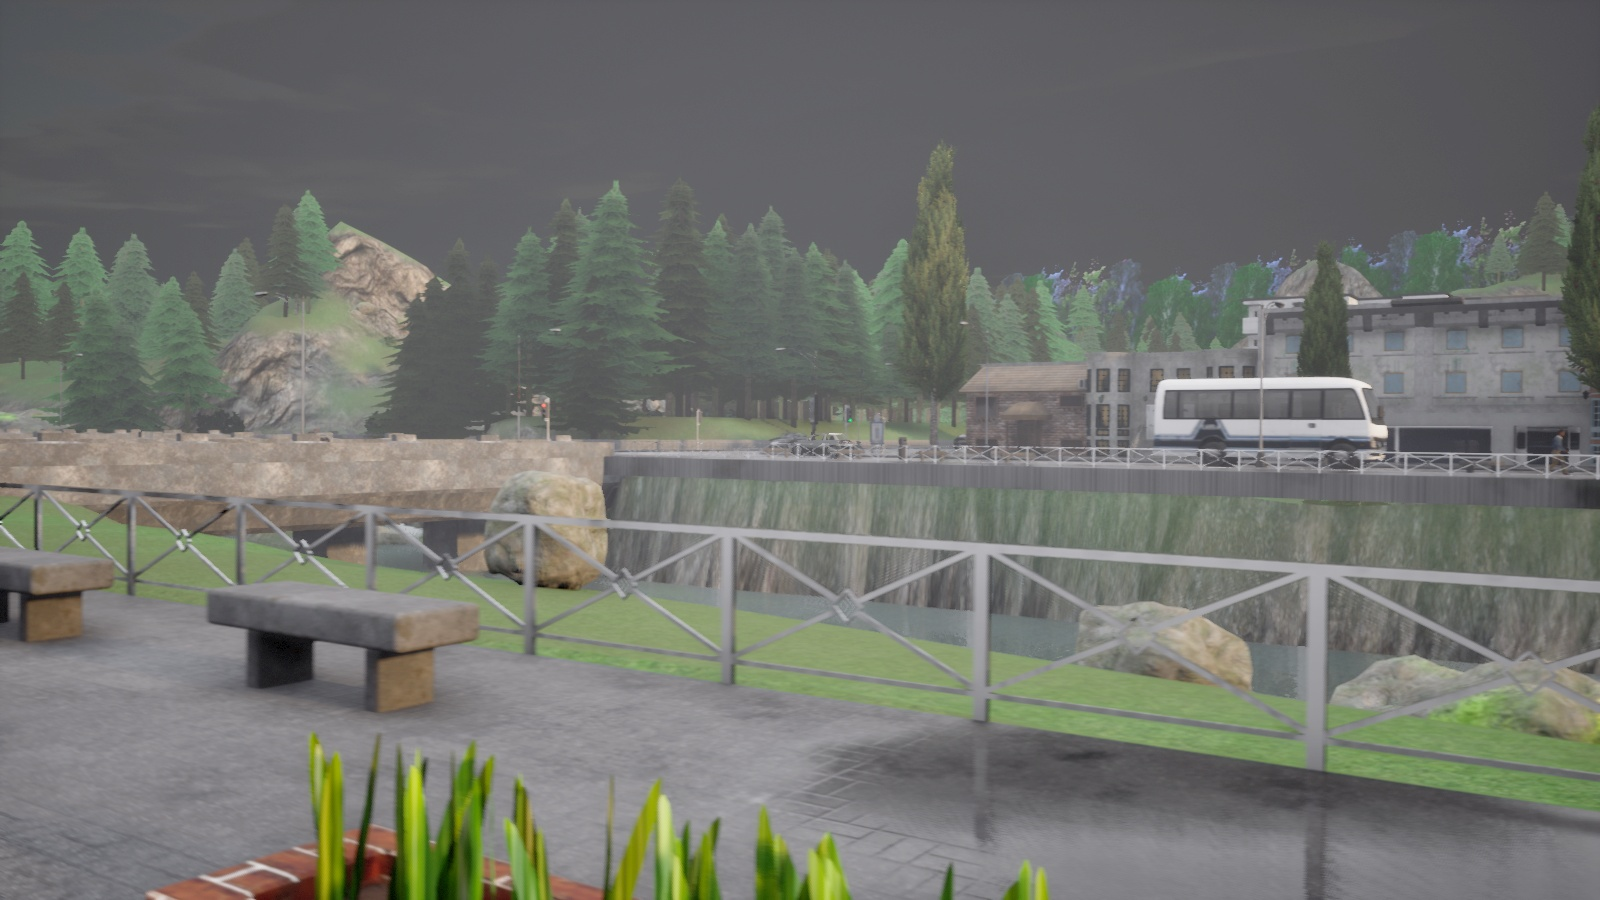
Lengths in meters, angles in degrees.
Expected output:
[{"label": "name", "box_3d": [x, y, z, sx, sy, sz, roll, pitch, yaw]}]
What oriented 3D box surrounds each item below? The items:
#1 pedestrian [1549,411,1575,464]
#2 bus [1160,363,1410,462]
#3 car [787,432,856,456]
[{"label": "pedestrian", "box_3d": [28.368, -0.454, 46.750, 0.788, 1.949, 0.423, 0, 1, 38]}, {"label": "bus", "box_3d": [22.469, -1.647, 58.479, 10.273, 4.253, 3.944, 0, 1, 34]}, {"label": "car", "box_3d": [1.303, -0.371, 77.356, 3.806, 1.475, 1.970, 0, 1, 34]}]
